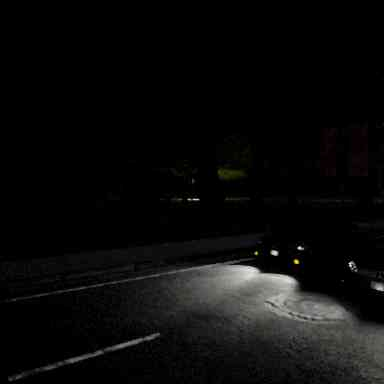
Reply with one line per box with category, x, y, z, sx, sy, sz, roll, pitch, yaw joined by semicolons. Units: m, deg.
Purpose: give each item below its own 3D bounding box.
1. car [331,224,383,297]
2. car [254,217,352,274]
car;5.363;1.475;7.513;4.674;1.442;1.812;0;0;-36
car;3.935;1.510;10.486;4.181;1.385;1.994;0;0;-36
